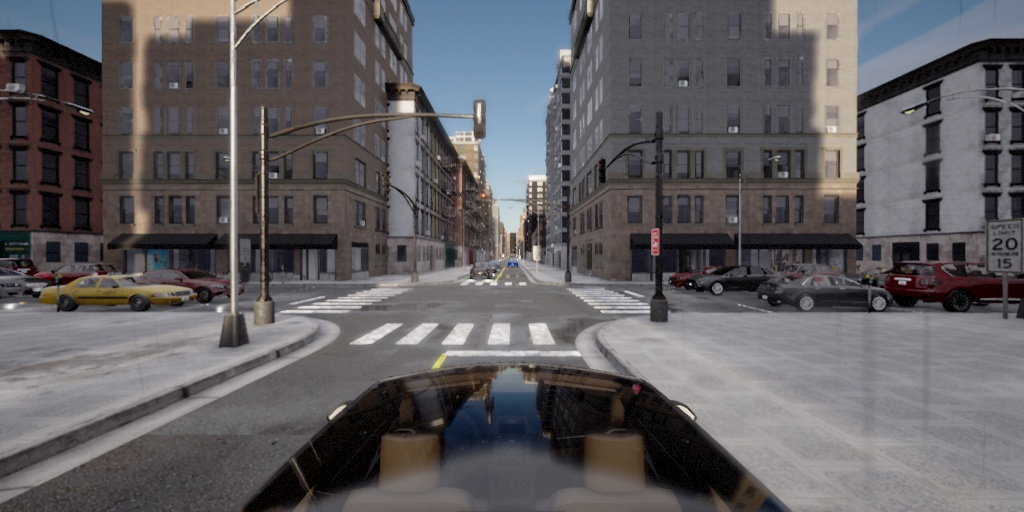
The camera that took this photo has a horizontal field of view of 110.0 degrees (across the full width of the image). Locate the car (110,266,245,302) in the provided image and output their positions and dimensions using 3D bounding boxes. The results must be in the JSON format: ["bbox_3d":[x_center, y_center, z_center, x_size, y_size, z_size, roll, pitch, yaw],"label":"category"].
[{"bbox_3d":[-14.776,1.290,16.218,4.674,1.442,1.812,0,0,0],"label":"car"}]

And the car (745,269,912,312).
[{"bbox_3d":[11.791,1.332,13.618,4.403,1.370,2.007,0,0,0],"label":"car"}]

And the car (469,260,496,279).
[{"bbox_3d":[-2.777,1.277,33.016,1.837,1.490,4.892,0,0,0],"label":"car"}]

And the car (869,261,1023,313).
[{"bbox_3d":[17.200,1.097,13.601,5.009,1.841,2.192,0,0,0],"label":"car"}]

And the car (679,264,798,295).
[{"bbox_3d":[11.919,1.263,19.100,4.892,1.490,1.837,0,0,0],"label":"car"}]

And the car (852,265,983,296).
[{"bbox_3d":[21.401,1.265,19.073,4.892,1.490,1.837,0,0,0],"label":"car"}]

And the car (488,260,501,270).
[{"bbox_3d":[-2.706,1.321,56.251,1.812,1.442,4.674,0,0,1],"label":"car"}]

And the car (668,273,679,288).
[{"bbox_3d":[11.817,1.292,21.643,4.507,1.381,1.888,0,0,0],"label":"car"}]

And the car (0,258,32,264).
[{"bbox_3d":[-32.014,1.052,21.783,5.009,1.841,2.192,0,0,0],"label":"car"}]

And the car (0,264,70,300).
[{"bbox_3d":[-23.933,1.254,16.264,4.902,1.511,2.128,0,0,0],"label":"car"}]

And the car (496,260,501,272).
[{"bbox_3d":[-2.750,1.329,43.660,2.033,1.411,5.357,0,0,0],"label":"car"}]

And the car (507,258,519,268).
[{"bbox_3d":[0.144,1.281,63.126,1.882,1.535,5.008,0,0,0],"label":"car"}]

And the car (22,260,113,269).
[{"bbox_3d":[-26.352,1.178,21.765,4.097,1.591,1.967,0,0,0],"label":"car"}]

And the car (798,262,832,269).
[{"bbox_3d":[17.226,1.188,21.626,4.097,1.591,1.967,0,0,0],"label":"car"}]

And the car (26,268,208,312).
[{"bbox_3d":[-14.885,1.300,13.703,4.829,1.417,1.751,0,0,0],"label":"car"}]
